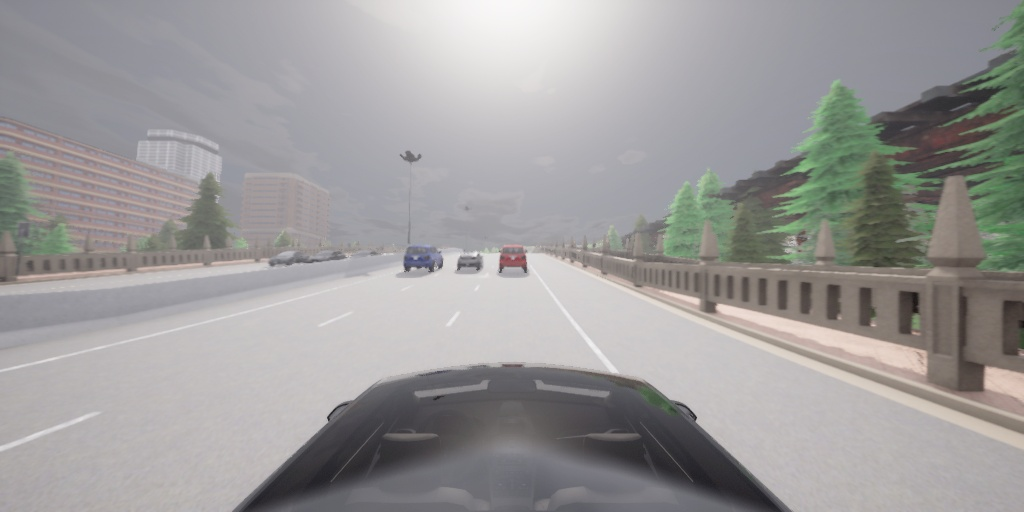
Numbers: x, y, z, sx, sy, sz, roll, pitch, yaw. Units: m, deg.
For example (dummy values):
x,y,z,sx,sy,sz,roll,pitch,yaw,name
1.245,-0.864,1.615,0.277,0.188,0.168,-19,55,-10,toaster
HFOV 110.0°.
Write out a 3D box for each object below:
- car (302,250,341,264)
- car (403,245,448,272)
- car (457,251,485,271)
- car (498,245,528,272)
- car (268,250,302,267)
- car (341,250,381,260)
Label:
x,y,z,sx,sy,sz,roll,pitch,yaw,name
-17.576,0.185,34.391,1.837,1.490,4.892,0,2,0,car
-6.914,0.150,28.424,2.150,2.045,5.566,0,3,0,car
-3.411,0.357,29.984,2.128,1.511,4.902,0,2,0,car
0.084,0.146,28.601,2.150,2.045,5.566,0,3,0,car
-21.074,0.210,34.221,1.812,1.442,4.674,0,2,0,car
-14.078,0.185,34.402,1.837,1.490,4.892,0,2,0,car
